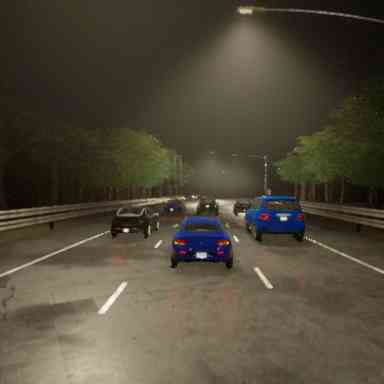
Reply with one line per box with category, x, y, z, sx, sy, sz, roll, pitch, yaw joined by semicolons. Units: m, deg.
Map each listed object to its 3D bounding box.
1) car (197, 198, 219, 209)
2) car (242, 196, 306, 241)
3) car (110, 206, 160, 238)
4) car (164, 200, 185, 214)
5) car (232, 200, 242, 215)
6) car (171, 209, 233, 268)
car;1.632;1.371;33.433;2.097;1.767;4.553;0;0;5
car;4.034;1.235;16.850;2.150;2.045;5.566;0;0;3
car;-2.923;1.512;17.723;1.837;1.490;4.892;0;0;3
car;-1.772;1.542;34.768;1.812;1.442;4.674;0;0;5
car;5.163;1.515;33.711;2.128;1.511;4.902;0;0;5
car;0.323;1.532;11.243;1.812;1.442;4.674;0;0;2
